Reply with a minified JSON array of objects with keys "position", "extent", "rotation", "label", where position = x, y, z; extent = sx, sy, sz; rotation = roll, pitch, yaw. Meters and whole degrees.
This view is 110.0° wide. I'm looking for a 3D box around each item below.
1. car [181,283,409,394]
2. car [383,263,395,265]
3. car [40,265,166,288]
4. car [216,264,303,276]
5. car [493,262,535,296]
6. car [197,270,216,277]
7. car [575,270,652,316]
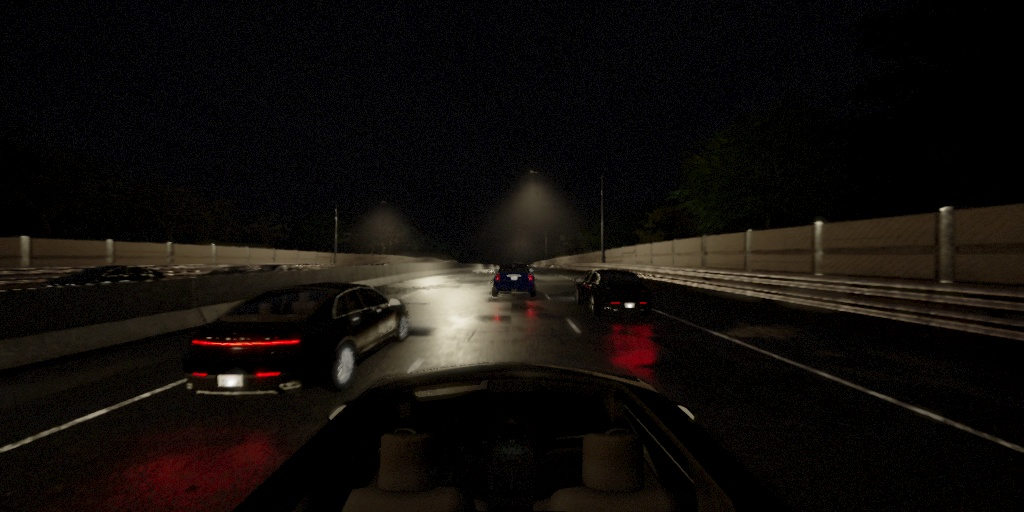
[{"position":[-3.399,1.255,6.752],"extent":[1.837,1.490,4.892],"rotation":[0,0,0],"label":"car"},{"position":[-20.985,1.890,61.109],"extent":[1.837,1.490,4.892],"rotation":[0,-1,0],"label":"car"},{"position":[-21.080,1.256,18.792],"extent":[1.837,1.490,4.892],"rotation":[0,0,0],"label":"car"},{"position":[-14.086,1.243,20.972],"extent":[2.128,1.511,4.902],"rotation":[0,0,0],"label":"car"},{"position":[0.105,1.102,19.402],"extent":[2.097,1.767,4.553],"rotation":[0,0,0],"label":"car"},{"position":[-17.582,1.318,22.570],"extent":[1.994,1.385,4.181],"rotation":[0,0,0],"label":"car"},{"position":[3.603,1.255,13.390],"extent":[1.837,1.490,4.892],"rotation":[0,0,0],"label":"car"}]
